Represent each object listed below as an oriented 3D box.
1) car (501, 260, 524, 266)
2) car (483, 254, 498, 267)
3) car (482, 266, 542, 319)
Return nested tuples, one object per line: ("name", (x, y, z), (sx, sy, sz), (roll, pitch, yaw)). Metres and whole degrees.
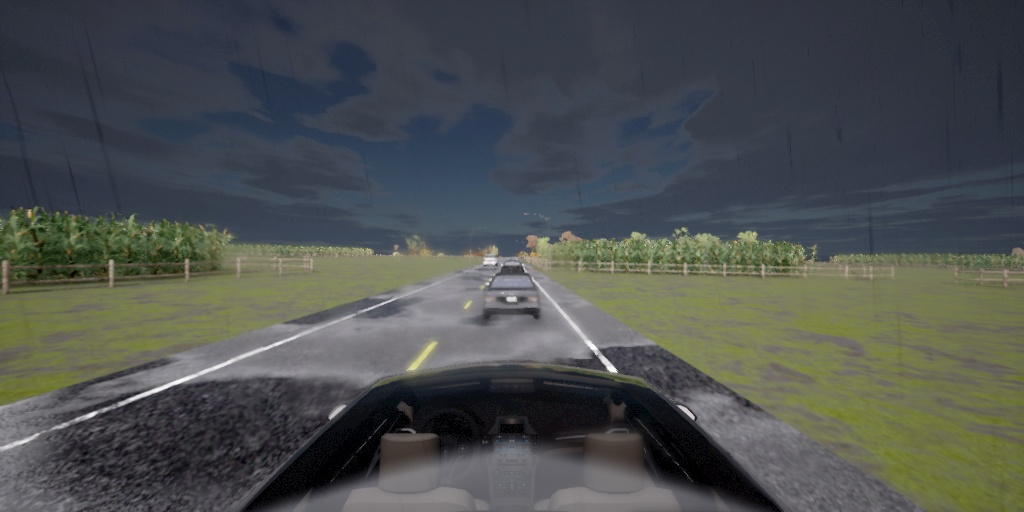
("car", (0.046, 1.110, 30.952), (1.882, 1.535, 5.008), (0, 1, 0))
("car", (-3.571, 0.733, 59.696), (2.150, 2.045, 5.566), (0, 0, 1))
("car", (0.019, 1.254, 12.506), (2.033, 1.411, 5.357), (0, 0, 0))
